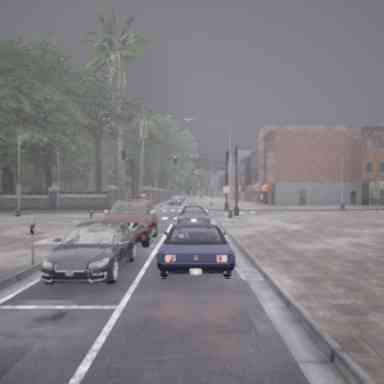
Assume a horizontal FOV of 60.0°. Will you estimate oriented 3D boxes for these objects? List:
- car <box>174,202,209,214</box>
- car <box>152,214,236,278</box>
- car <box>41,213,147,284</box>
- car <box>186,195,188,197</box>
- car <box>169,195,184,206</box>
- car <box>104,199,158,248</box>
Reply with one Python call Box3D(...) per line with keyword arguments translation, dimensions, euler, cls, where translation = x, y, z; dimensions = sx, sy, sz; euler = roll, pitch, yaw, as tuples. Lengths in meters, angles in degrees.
Box3D(translation=(0.089, 1.514, 20.172), dimensions=(1.994, 1.385, 4.181), euler=(0, 0, 0), cls="car")
Box3D(translation=(0.096, 1.572, 9.992), dimensions=(1.895, 1.301, 4.718), euler=(0, 0, 0), cls="car")
Box3D(translation=(-2.641, 1.524, 9.349), dimensions=(2.008, 1.369, 4.403), euler=(0, 0, 0), cls="car")
Box3D(translation=(-2.666, 1.571, 81.405), dimensions=(2.008, 1.369, 4.403), euler=(0, 0, 0), cls="car")
Box3D(translation=(-2.657, 1.390, 52.962), dimensions=(1.967, 1.590, 4.097), euler=(0, 0, 0), cls="car")
Box3D(translation=(-2.643, 1.275, 14.812), dimensions=(2.192, 1.841, 5.009), euler=(0, 0, 0), cls="car")
